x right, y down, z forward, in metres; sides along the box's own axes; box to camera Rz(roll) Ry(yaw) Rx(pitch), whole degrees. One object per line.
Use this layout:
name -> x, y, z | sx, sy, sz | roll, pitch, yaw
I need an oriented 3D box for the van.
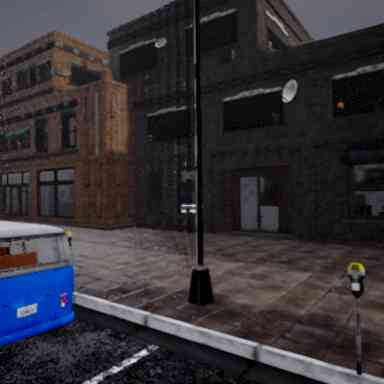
van -> -3.704, 1.353, 5.531 | 3.998, 1.788, 1.690 | 0, -1, 36
